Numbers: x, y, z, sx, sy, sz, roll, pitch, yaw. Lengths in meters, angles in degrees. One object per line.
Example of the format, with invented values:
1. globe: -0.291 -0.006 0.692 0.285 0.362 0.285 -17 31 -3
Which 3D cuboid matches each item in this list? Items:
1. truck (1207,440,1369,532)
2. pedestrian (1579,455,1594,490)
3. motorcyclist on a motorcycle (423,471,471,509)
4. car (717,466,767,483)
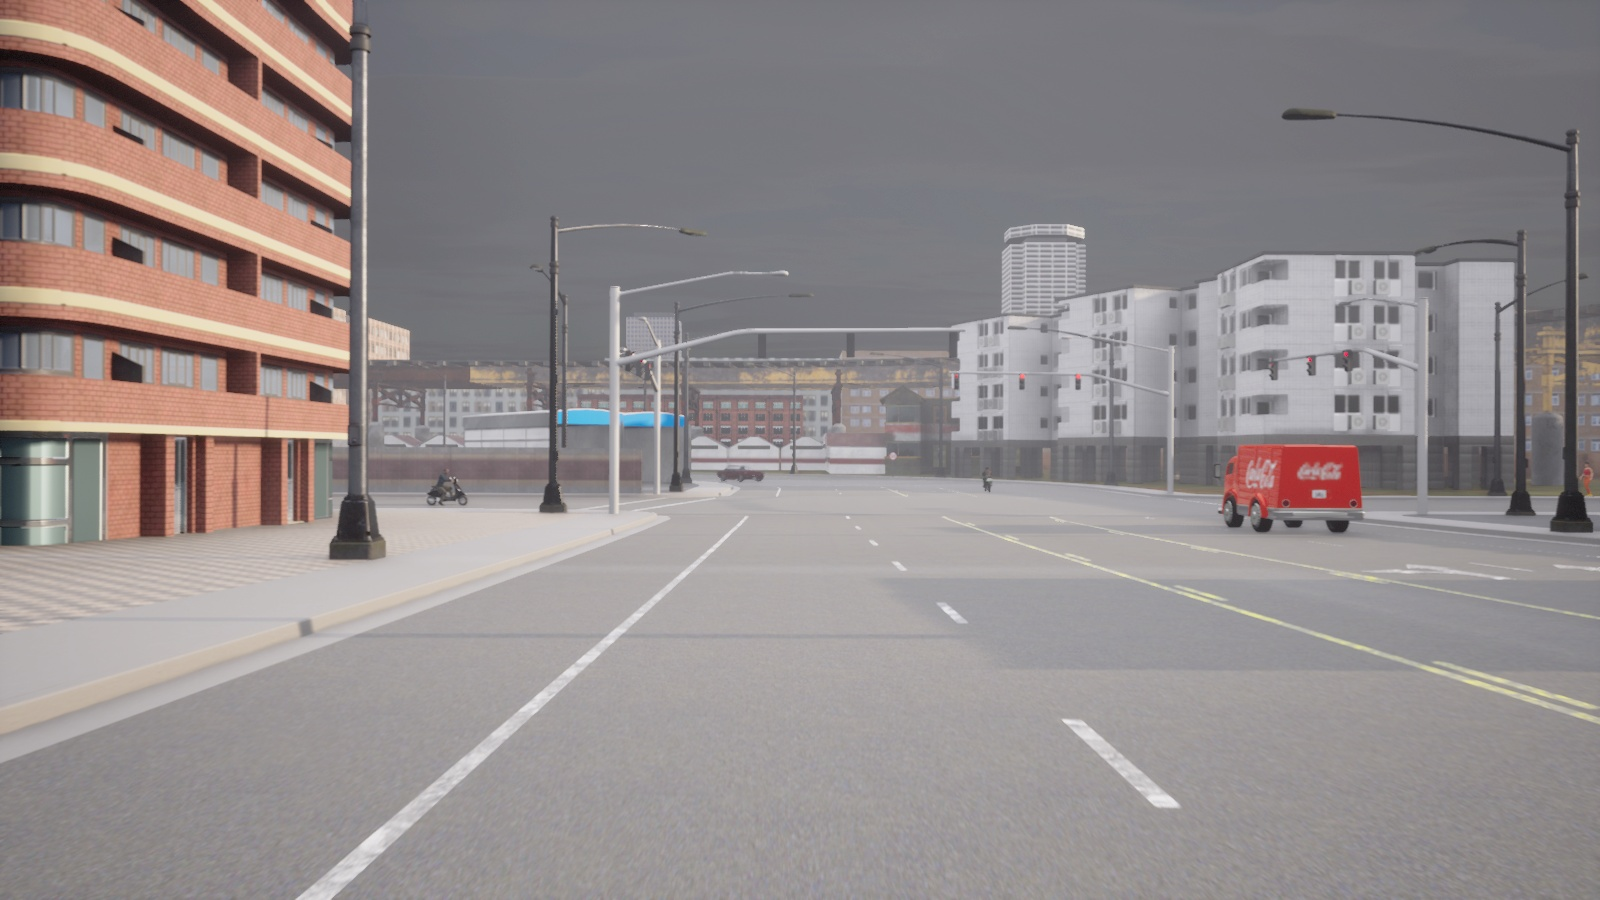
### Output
1. truck: 13.935 0.971 36.302 2.627 2.467 5.204 0 0 0
2. pedestrian: 41.237 1.191 65.826 0.594 1.836 0.345 0 0 -4
3. motorcyclist on a motorcycle: -14.989 1.688 53.373 1.817 1.590 0.866 0 0 -3
4. car: -4.562 1.890 98.105 1.895 1.301 4.718 0 0 -31
